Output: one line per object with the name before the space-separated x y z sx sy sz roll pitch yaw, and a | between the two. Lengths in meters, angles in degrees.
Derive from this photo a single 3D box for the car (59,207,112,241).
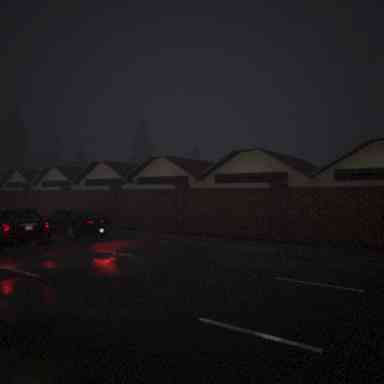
car | -6.198 1.554 16.993 4.892 1.490 1.837 0 0 36

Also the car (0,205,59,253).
car | -7.949 1.400 13.940 4.553 1.767 2.097 0 0 36
